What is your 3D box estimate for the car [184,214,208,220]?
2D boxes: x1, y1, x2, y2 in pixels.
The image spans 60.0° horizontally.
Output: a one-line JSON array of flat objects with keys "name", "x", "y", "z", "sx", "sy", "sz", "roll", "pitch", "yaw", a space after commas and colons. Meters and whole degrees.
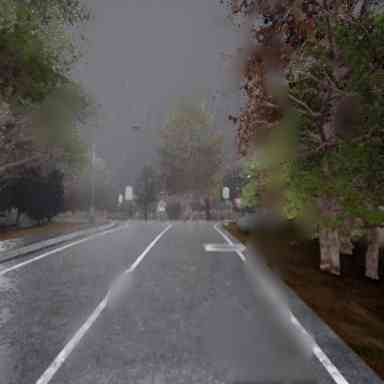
[{"name": "car", "x": 0.933, "y": 5.575, "z": 74.724, "sx": 5.357, "sy": 1.411, "sz": 2.033, "roll": 0, "pitch": -4, "yaw": 12}]

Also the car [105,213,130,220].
[{"name": "car", "x": -15.500, "y": 5.157, "z": 69.603, "sx": 2.033, "sy": 1.411, "sz": 5.357, "roll": -4, "pitch": -4, "yaw": 40}]
